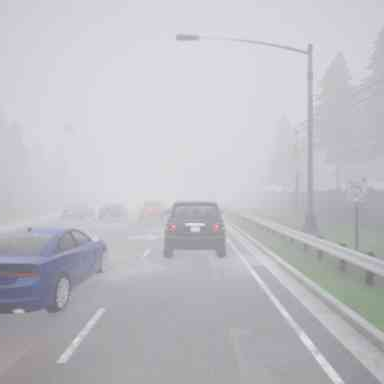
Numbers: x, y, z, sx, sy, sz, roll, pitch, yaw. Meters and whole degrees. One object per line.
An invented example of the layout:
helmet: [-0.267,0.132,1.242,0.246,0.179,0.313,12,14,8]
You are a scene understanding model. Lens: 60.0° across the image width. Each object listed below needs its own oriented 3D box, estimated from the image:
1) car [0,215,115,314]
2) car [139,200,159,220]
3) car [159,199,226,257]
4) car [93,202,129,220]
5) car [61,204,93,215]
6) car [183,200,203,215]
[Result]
car: [-3.396,1.524,7.789,1.882,1.535,5.008,0,-1,0]
car: [-3.441,1.531,30.301,2.097,1.767,4.553,0,0,1]
car: [0.107,1.304,13.422,2.150,2.045,5.566,0,0,0]
car: [-6.944,1.682,29.751,1.837,1.490,4.892,0,0,1]
car: [-10.438,1.744,30.649,1.994,1.385,4.181,0,0,1]
car: [0.123,1.716,37.452,2.128,1.511,4.902,0,0,0]
